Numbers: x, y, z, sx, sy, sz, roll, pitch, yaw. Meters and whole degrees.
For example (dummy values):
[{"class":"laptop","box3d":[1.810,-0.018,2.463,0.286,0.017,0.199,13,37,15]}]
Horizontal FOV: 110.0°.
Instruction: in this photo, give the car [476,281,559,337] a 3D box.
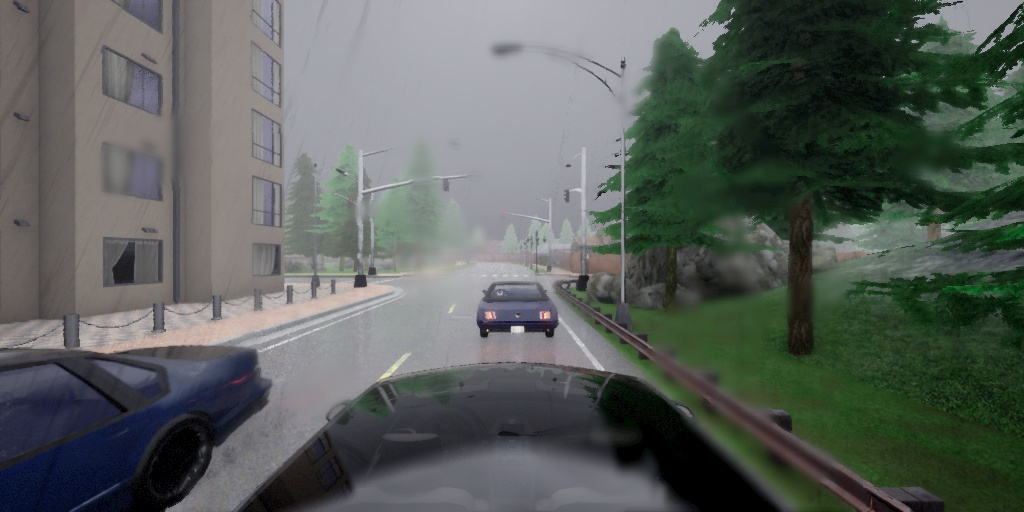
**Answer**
[{"class":"car","box3d":[0.105,1.351,10.228,1.895,1.301,4.718,0,0,-1]}]

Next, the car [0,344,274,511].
[{"class":"car","box3d":[-3.581,1.297,1.587,2.033,1.411,5.357,0,0,0]}]
